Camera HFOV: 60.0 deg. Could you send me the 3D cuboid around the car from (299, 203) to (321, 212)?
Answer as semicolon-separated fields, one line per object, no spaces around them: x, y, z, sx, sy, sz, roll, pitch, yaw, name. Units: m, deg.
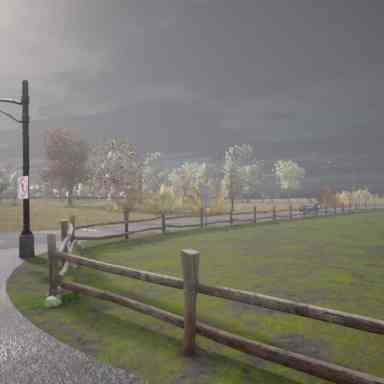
18.822;2.450;53.022;2.033;1.411;5.357;-1;-2;40;car
